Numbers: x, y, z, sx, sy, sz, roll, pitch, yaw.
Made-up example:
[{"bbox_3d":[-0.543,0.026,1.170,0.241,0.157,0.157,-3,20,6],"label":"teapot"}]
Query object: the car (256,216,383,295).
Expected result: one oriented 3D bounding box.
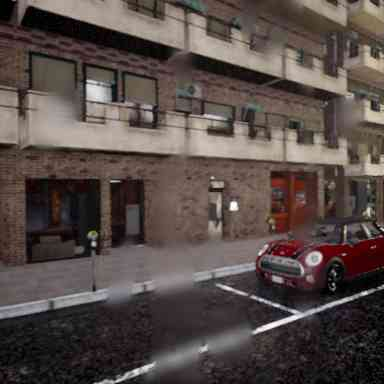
[{"bbox_3d":[3.545,1.437,8.640,4.097,1.590,1.967,0,-1,-35],"label":"car"}]
